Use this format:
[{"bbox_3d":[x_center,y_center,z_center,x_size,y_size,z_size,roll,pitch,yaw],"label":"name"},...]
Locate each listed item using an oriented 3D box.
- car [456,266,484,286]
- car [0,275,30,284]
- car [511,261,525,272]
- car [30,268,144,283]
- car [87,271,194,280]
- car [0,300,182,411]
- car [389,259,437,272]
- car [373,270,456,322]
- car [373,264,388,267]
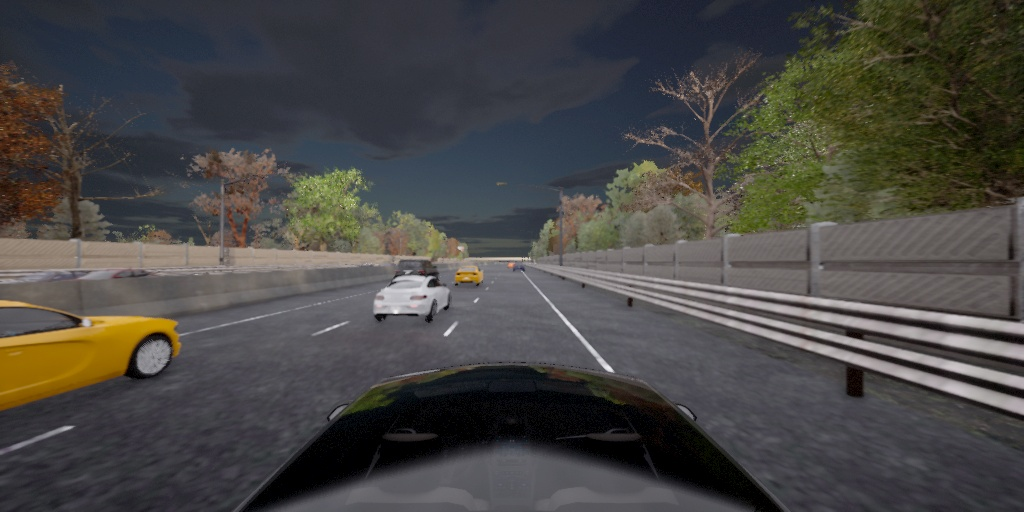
[{"bbox_3d":[-3.395,1.550,29.080,1.882,1.535,5.008,0,-1,0],"label":"car"},{"bbox_3d":[-24.595,1.504,19.435,2.033,1.411,5.357,0,-1,0],"label":"car"},{"bbox_3d":[1.237,1.850,63.296,2.097,1.767,4.553,0,-1,0],"label":"car"},{"bbox_3d":[-21.094,1.428,18.993,1.882,1.535,5.008,0,-1,0],"label":"car"},{"bbox_3d":[-17.595,1.541,18.100,1.895,1.301,4.718,0,-1,0],"label":"car"},{"bbox_3d":[-6.905,1.258,4.387,1.882,1.535,5.008,0,-1,0],"label":"car"},{"bbox_3d":[-6.894,1.263,26.472,2.150,2.045,5.566,0,-1,0],"label":"car"},{"bbox_3d":[-3.398,1.404,12.812,1.812,1.442,4.674,0,-1,0],"label":"car"},{"bbox_3d":[-21.008,2.010,60.731,2.033,1.411,5.357,0,-1,1],"label":"car"}]
